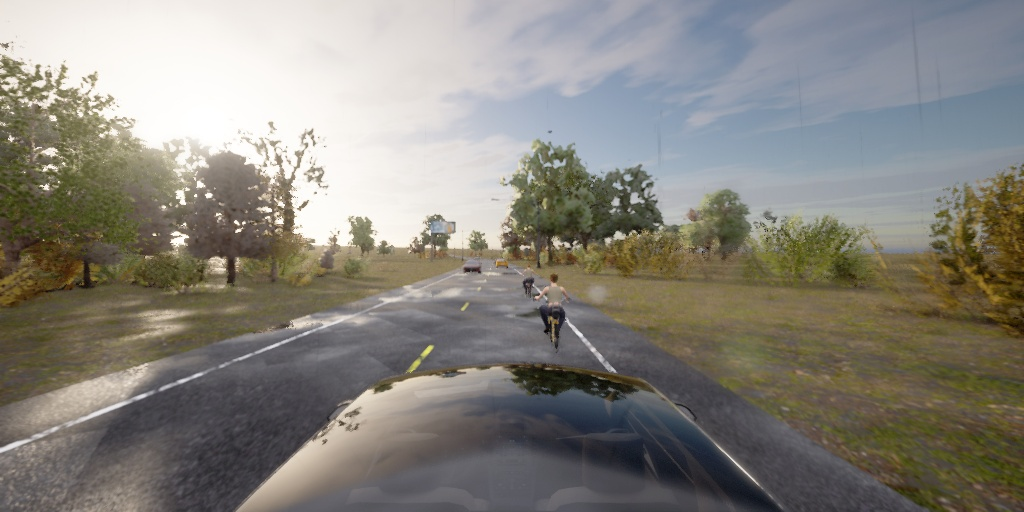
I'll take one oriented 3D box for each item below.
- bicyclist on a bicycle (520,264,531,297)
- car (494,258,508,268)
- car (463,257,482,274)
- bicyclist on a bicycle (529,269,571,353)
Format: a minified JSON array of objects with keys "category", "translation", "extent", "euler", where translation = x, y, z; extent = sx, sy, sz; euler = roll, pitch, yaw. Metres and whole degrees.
[{"category":"bicyclist on a bicycle","translation":[0.806,1.175,17.370],"extent":[0.866,1.612,1.509],"euler":[0,0,-1]},{"category":"car","translation":[-1.688,1.155,59.509],"extent":[1.882,1.535,5.008],"euler":[0,0,-3]},{"category":"car","translation":[-4.419,1.189,40.184],"extent":[1.882,1.535,5.008],"euler":[0,0,-2]},{"category":"bicyclist on a bicycle","translation":[0.898,1.183,7.825],"extent":[0.866,1.612,1.509],"euler":[0,0,0]}]
